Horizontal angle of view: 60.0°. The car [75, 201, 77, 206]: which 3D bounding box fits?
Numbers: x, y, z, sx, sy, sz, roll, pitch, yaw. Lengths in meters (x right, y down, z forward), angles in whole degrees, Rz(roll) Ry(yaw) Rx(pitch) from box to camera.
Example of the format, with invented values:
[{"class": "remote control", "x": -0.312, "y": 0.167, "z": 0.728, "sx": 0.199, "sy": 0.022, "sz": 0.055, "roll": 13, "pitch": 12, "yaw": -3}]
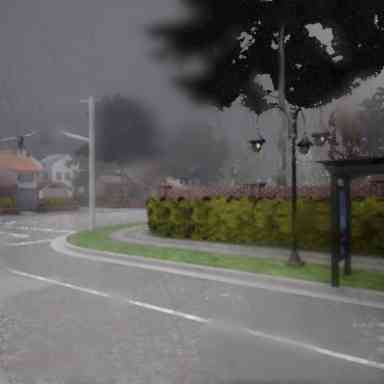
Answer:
[{"class": "car", "x": -18.921, "y": 1.589, "z": 49.889, "sx": 3.806, "sy": 1.475, "sz": 1.970, "roll": -1, "pitch": 0, "yaw": 36}]
